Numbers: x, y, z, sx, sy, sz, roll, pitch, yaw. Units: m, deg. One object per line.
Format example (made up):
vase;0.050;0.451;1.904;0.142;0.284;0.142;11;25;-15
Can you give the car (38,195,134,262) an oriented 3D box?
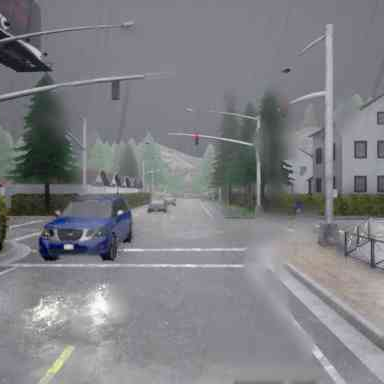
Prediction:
car;-3.622;1.192;12.499;2.150;2.045;5.566;0;1;0

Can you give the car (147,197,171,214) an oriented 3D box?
car;-3.585;1.525;35.460;1.812;1.442;4.674;0;0;0

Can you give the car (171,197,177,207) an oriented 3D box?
car;-3.549;1.525;52.219;1.812;1.442;4.674;0;0;0
